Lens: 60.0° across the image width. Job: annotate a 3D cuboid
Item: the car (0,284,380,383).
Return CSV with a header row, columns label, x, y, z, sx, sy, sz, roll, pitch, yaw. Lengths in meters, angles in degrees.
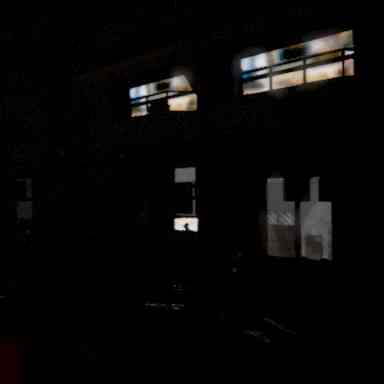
label,x,y,z,sx,sy,sz,roll,pitch,yaw
car,-0.463,1.604,3.204,4.206,1.307,1.802,-1,0,35
